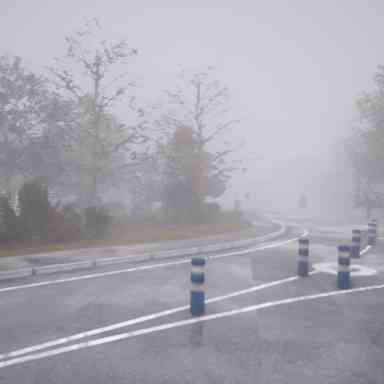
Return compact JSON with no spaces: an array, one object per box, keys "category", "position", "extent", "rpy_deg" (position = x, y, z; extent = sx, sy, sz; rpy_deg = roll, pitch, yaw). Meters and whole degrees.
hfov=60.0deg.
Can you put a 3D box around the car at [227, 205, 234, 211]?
[{"category":"car","position":[11.503,4.320,81.941],"extent":[2.163,1.488,4.792],"rpy_deg":[2,-4,-30]}]

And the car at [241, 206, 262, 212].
[{"category":"car","position":[14.294,4.003,77.217],"extent":[2.002,1.452,4.674],"rpy_deg":[4,-5,-30]}]

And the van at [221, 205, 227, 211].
[{"category":"van","position":[8.664,4.399,86.788],"extent":[1.878,1.987,4.442],"rpy_deg":[2,-4,-30]}]
